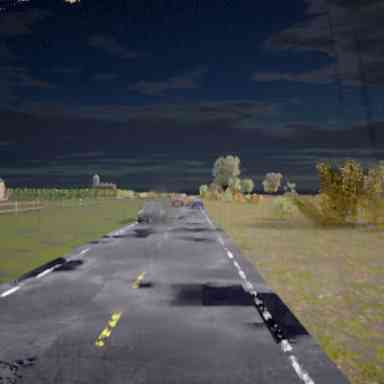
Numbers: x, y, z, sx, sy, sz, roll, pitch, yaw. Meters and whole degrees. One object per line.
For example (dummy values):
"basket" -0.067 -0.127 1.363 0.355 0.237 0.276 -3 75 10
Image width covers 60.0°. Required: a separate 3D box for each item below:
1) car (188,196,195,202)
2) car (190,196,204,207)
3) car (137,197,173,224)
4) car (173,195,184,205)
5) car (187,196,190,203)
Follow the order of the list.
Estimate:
"car" -0.004 1.798 91.651 1.882 1.535 5.008 0 0 0
"car" 0.960 1.759 55.175 1.812 1.442 4.674 0 0 0
"car" -2.849 1.417 25.396 2.097 1.767 4.553 0 0 0
"car" -2.759 1.575 66.053 2.150 2.045 5.566 0 0 0
"car" -0.003 1.705 73.138 1.882 1.535 5.008 0 0 0
